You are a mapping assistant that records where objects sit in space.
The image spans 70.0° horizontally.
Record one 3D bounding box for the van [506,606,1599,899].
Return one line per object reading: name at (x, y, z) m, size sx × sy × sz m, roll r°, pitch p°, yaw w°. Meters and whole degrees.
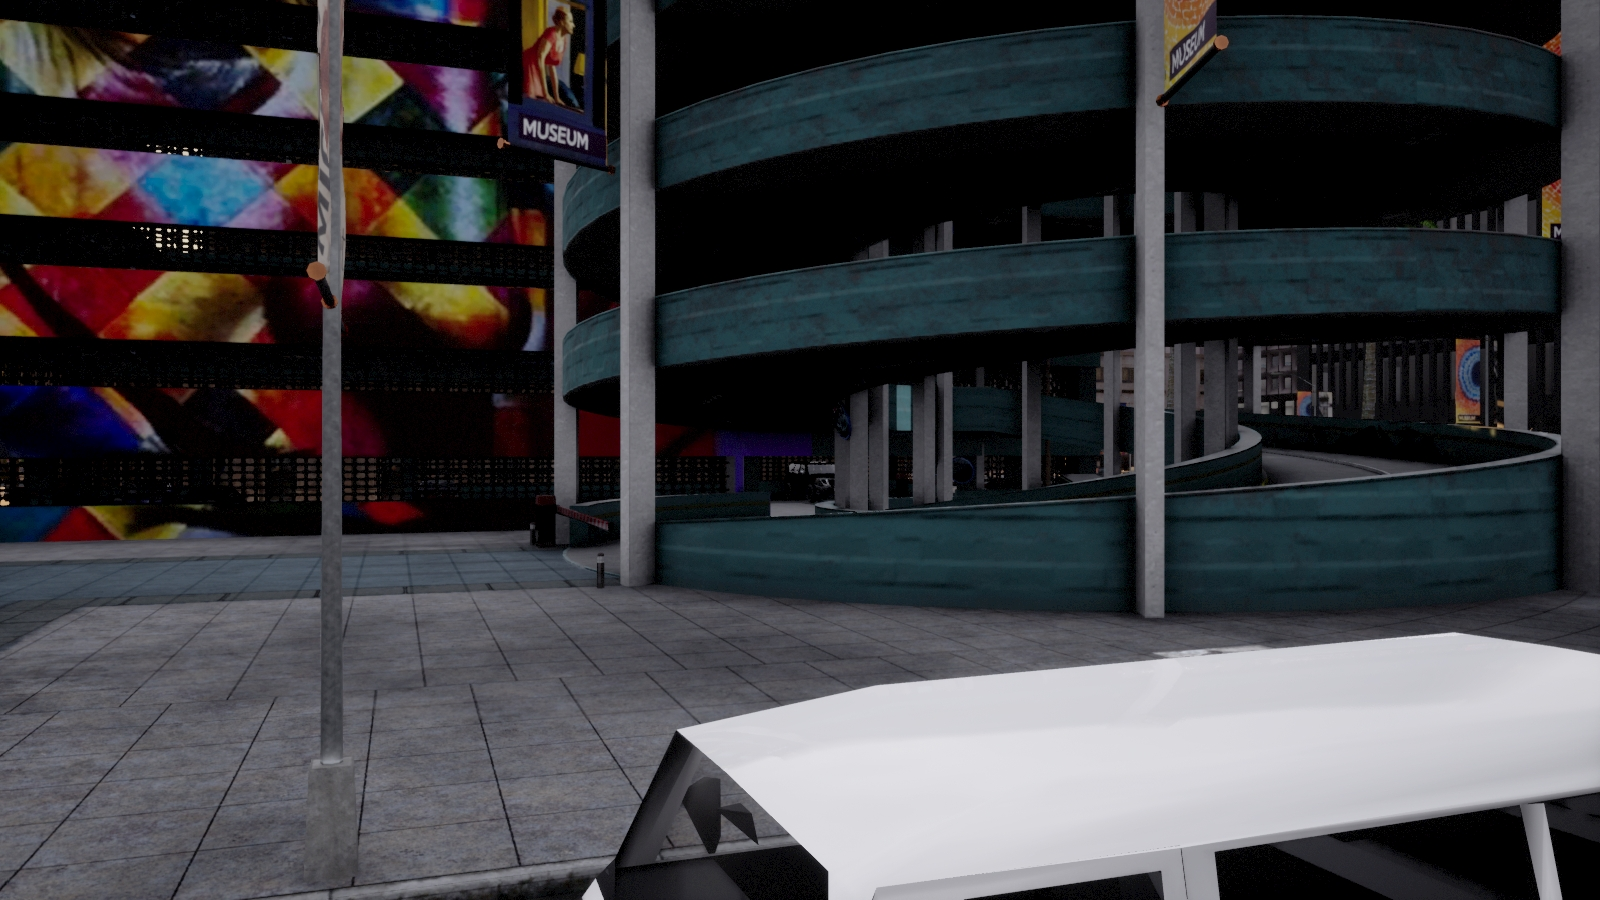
van at (1.425, 1.783, 3.850) m, size 4.480 × 2.038 × 2.069 m, roll 0°, pitch 0°, yaw -21°
